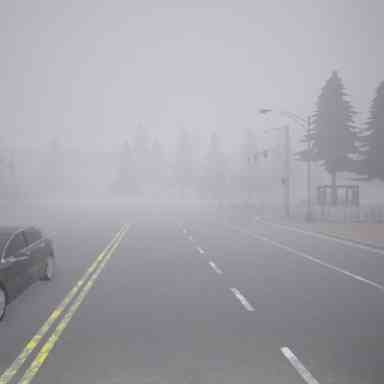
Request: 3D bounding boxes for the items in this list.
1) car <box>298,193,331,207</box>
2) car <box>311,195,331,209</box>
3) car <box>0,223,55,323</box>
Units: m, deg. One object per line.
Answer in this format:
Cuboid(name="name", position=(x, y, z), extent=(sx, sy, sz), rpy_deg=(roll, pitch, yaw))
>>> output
Cuboid(name="car", position=(17.771, 1.165, 46.553), extent=(5.566, 2.045, 2.150), rpy_deg=(0, 0, -7))
Cuboid(name="car", position=(18.468, 1.447, 43.096), extent=(4.892, 1.490, 1.837), rpy_deg=(-1, 0, -6))
Cuboid(name="car", position=(-4.327, 1.502, 6.955), extent=(1.837, 1.490, 4.892), rpy_deg=(0, 1, -7))
